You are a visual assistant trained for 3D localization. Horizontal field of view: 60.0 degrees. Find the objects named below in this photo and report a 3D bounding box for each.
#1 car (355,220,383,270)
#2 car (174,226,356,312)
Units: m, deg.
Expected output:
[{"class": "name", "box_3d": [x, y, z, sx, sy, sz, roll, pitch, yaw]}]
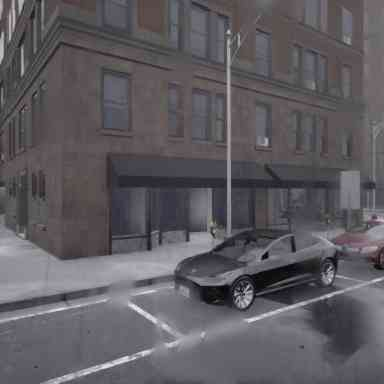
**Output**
[{"class": "car", "box_3d": [6.122, 1.582, 10.905, 4.206, 1.307, 1.802, 0, 0, -36]}, {"class": "car", "box_3d": [1.644, 1.566, 7.709, 4.313, 1.339, 1.947, 0, 0, -36]}]
